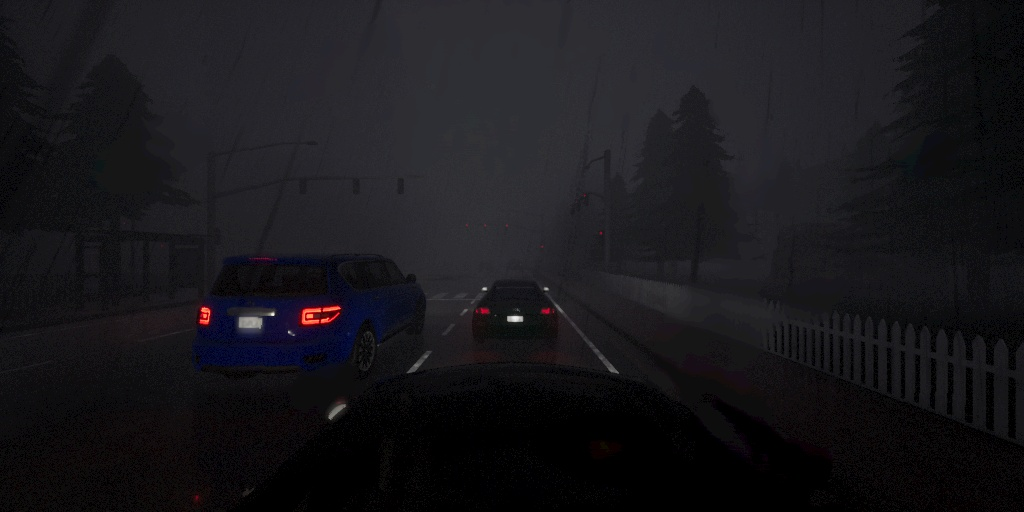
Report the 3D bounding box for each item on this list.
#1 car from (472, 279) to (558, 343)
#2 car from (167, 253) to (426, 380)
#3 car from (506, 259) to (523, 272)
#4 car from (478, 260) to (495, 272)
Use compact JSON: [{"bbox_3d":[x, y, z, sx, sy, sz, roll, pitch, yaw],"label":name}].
[{"bbox_3d":[0.091,1.314,9.664,1.994,1.385,4.181,0,0,1],"label":"car"},{"bbox_3d":[-3.403,0.972,7.385,2.150,2.045,5.566,0,0,0],"label":"car"},{"bbox_3d":[0.286,1.102,45.443,2.097,1.767,4.553,0,0,0],"label":"car"},{"bbox_3d":[-3.216,1.244,45.263,2.128,1.511,4.902,0,0,0],"label":"car"}]
